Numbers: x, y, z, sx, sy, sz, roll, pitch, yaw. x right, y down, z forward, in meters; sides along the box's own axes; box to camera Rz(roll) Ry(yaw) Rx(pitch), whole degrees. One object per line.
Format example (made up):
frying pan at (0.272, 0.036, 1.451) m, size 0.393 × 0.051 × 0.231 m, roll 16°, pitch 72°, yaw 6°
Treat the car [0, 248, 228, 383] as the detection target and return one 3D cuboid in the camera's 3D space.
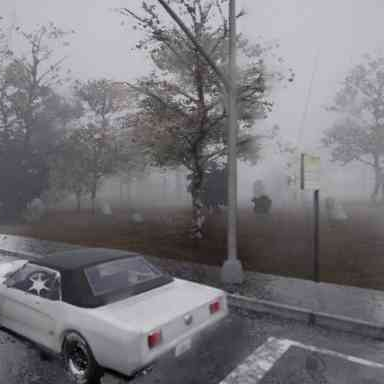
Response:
car at (-1.910, 1.604, 5.358) m, size 4.718 × 1.301 × 1.895 m, roll 0°, pitch 0°, yaw 36°
